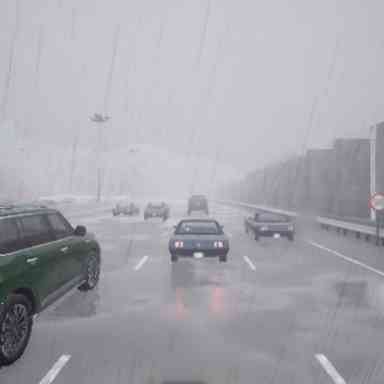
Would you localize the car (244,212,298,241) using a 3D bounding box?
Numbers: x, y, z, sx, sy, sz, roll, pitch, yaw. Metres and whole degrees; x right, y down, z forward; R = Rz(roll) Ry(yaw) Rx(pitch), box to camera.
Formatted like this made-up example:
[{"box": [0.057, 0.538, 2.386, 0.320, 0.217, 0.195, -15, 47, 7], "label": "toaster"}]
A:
[{"box": [3.842, 1.669, 17.094, 1.895, 1.301, 4.718, 0, 0, 1], "label": "car"}]

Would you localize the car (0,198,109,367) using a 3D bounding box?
[{"box": [-3.358, 1.242, 5.931, 2.150, 2.045, 5.566, 0, 0, 1], "label": "car"}]

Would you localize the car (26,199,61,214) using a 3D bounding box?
[{"box": [-17.051, 1.627, 38.499, 1.837, 1.490, 4.892, 0, 0, 0], "label": "car"}]

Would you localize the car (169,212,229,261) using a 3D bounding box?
[{"box": [0.250, 1.647, 12.393, 1.895, 1.301, 4.718, 0, 0, 1], "label": "car"}]

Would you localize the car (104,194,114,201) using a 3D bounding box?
[{"box": [-19.941, 1.468, 80.369, 2.150, 2.045, 5.566, 0, 0, -10], "label": "car"}]

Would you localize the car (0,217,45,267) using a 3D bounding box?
[{"box": [-6.778, 1.633, 10.762, 1.895, 1.301, 4.718, 0, 0, 1], "label": "car"}]

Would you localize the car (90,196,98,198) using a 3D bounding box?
[{"box": [-23.507, 1.665, 80.370, 1.882, 1.535, 5.008, 0, 0, -10], "label": "car"}]

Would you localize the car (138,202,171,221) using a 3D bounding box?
[{"box": [-2.942, 1.595, 28.676, 2.128, 1.511, 4.902, 0, 0, 1], "label": "car"}]

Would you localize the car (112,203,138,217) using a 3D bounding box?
[{"box": [-6.393, 1.714, 32.702, 1.895, 1.301, 4.718, 0, 0, 1], "label": "car"}]

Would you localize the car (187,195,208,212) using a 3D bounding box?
[{"box": [0.631, 1.362, 37.340, 2.150, 2.045, 5.566, 0, 0, 0], "label": "car"}]
